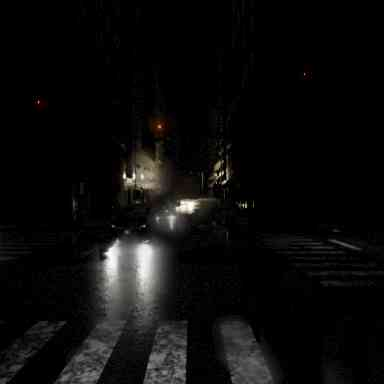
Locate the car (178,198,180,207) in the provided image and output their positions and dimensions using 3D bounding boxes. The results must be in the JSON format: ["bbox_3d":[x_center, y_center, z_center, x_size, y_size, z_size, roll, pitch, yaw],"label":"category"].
[{"bbox_3d":[-2.859,1.328,49.774,2.097,1.767,4.553,0,0,0],"label":"car"}]

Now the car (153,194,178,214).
[{"bbox_3d":[-2.874,1.211,35.702,2.150,2.045,5.566,0,0,-1],"label":"car"}]

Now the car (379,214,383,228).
[{"bbox_3d":[12.342,1.282,16.851,5.009,1.841,2.192,0,0,0],"label":"car"}]

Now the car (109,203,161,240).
[{"bbox_3d":[-2.857,1.520,16.983,1.812,1.442,4.674,0,0,0],"label":"car"}]
